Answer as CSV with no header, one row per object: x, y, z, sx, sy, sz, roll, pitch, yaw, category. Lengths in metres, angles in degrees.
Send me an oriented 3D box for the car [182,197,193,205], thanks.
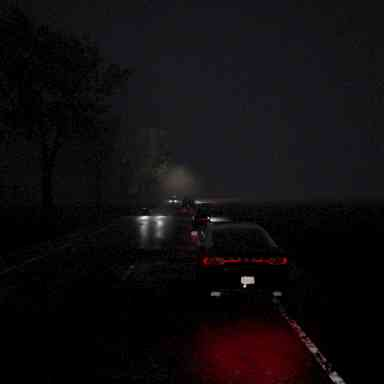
-0.820,1.613,61.895,1.994,1.385,4.181,0,0,-1,car

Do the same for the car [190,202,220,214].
0.942,1.511,18.631,1.837,1.490,4.892,0,0,-1,car

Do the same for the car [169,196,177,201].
-5.164,1.700,90.318,1.895,1.301,4.718,0,0,-2,car

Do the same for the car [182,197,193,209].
-0.478,1.631,46.929,1.895,1.301,4.718,0,0,-1,car

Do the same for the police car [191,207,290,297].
1.015,1.426,8.732,1.930,1.638,5.238,0,0,0,police car

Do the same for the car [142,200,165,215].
-3.891,1.542,33.677,1.812,1.442,4.674,0,0,-1,car

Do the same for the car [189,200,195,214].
0.881,1.535,24.637,1.812,1.442,4.674,0,0,-1,car
